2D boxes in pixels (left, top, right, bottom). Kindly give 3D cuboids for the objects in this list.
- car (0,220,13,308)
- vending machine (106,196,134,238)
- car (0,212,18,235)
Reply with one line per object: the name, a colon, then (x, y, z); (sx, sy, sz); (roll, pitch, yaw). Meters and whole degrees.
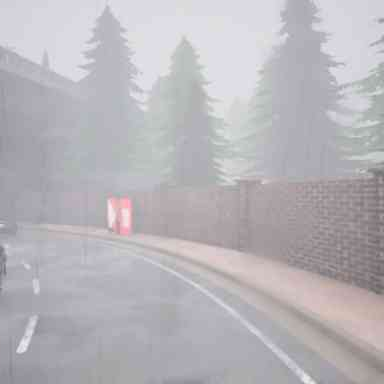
car: (-5.271, 1.654, 7.485); (2.033, 1.411, 5.357); (-1, 0, -28)
vending machine: (-3.792, 1.289, 17.564); (0.880, 2.100, 1.100); (-1, 0, 45)
car: (-11.842, 1.806, 19.129); (4.181, 1.385, 1.994); (-1, 0, 37)
